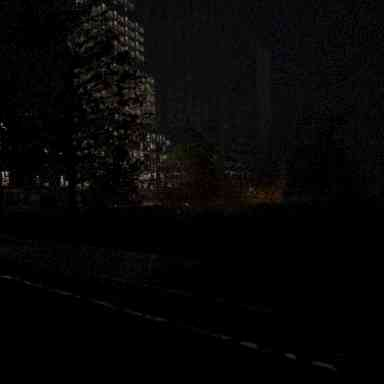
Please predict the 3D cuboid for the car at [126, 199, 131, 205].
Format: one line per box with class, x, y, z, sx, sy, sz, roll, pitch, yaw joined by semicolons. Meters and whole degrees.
car;-13.478;2.142;68.417;1.994;1.385;4.181;-2;-1;37
